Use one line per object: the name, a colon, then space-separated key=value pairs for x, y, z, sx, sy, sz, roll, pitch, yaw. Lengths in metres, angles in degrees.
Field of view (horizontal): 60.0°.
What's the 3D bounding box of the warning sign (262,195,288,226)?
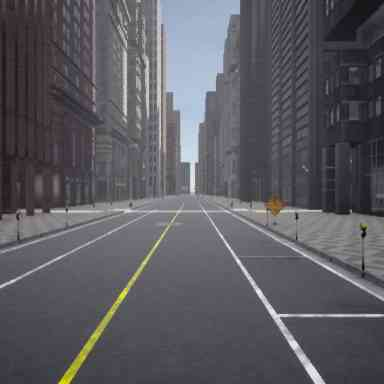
warning sign: x=5.069 y=1.114 z=20.361 sx=1.300 sy=1.860 sz=1.060 roll=0 pitch=0 yaw=0
